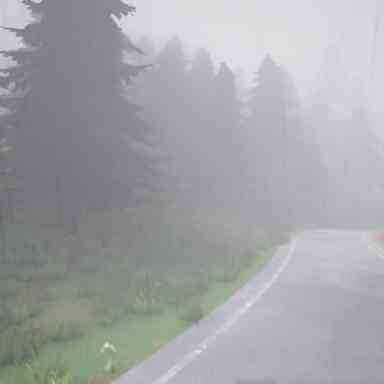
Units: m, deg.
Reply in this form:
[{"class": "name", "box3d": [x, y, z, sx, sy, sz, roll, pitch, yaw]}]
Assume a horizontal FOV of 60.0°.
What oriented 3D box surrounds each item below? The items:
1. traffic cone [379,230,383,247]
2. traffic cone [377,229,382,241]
[{"class": "traffic cone", "box3d": [8.183, 2.003, 13.966, 0.340, 0.580, 0.340, 0, -1, 24]}, {"class": "traffic cone", "box3d": [8.983, 2.035, 15.801, 0.340, 0.580, 0.340, 0, -2, 24]}]
